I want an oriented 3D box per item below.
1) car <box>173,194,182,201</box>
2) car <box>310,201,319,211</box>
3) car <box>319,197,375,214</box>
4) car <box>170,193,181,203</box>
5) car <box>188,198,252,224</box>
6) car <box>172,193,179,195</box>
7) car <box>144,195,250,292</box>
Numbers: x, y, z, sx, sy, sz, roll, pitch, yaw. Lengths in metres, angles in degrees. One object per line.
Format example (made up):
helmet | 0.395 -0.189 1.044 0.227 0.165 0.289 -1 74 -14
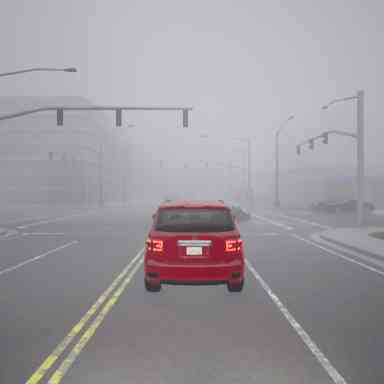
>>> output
car | -3.648 1.355 83.692 2.097 1.767 4.553 0 0 0
car | 16.090 1.352 38.609 4.553 1.767 2.097 0 0 0
car | 16.550 1.478 35.102 5.008 1.535 1.882 0 0 0
car | -3.630 1.225 73.725 2.150 2.045 5.566 0 0 0
car | 2.006 1.337 24.751 4.553 1.767 2.097 0 0 3
car | -3.677 1.352 54.854 2.097 1.767 4.553 0 0 0
car | 0.056 1.221 9.064 2.150 2.045 5.566 0 0 0
